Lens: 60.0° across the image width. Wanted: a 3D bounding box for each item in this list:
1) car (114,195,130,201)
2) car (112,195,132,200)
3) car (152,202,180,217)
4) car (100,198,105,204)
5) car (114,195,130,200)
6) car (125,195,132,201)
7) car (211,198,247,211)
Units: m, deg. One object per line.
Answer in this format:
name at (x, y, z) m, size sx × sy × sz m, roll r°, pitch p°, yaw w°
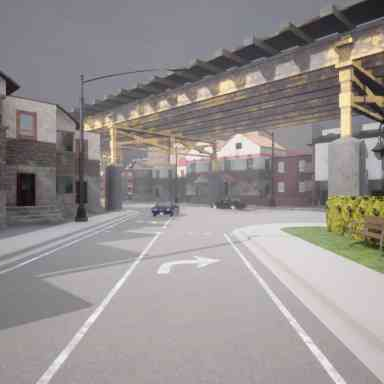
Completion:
car at (-17.608, 1.452, 83.773) m, size 2.038 × 1.542 × 4.974 m, roll 0°, pitch 0°, yaw 15°
car at (-16.876, 1.295, 80.118) m, size 4.536 × 1.218 × 1.853 m, roll 0°, pitch 0°, yaw -15°
car at (-2.399, 1.601, 31.710) m, size 1.895 × 1.301 × 4.718 m, roll 0°, pitch 0°, yaw 7°
car at (-14.953, 1.477, 60.876) m, size 1.882 × 1.535 × 5.008 m, roll 0°, pitch 0°, yaw -45°
car at (-17.595, 1.295, 83.823) m, size 1.853 × 1.218 × 4.536 m, roll 0°, pitch 0°, yaw 15°
car at (-16.927, 1.452, 80.105) m, size 4.974 × 1.542 × 2.038 m, roll 0°, pitch 0°, yaw -15°
car at (4.543, 1.505, 41.189) m, size 1.837 × 1.490 × 4.892 m, roll 0°, pitch 0°, yaw -45°
